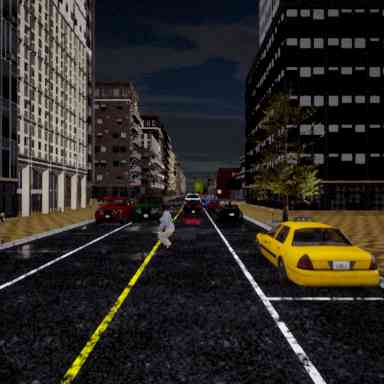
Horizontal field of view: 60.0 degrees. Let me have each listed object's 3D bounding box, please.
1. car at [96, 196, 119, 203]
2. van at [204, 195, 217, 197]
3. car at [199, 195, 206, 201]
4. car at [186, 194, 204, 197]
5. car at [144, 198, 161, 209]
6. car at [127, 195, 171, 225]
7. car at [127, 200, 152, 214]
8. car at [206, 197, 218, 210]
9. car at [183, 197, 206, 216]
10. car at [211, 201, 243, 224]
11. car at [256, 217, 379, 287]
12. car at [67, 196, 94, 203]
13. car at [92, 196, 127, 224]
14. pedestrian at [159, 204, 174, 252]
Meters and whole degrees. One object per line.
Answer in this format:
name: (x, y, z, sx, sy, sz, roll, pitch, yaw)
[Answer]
car: (-17.319, 1.575, 68.256, 4.206, 1.307, 1.802, 0, 0, 0)
van: (2.763, 1.367, 47.402, 1.690, 1.788, 3.998, 0, 0, 0)
car: (2.891, 1.622, 92.359, 1.752, 1.417, 4.829, 0, 0, 0)
car: (0.123, 1.245, 44.504, 2.150, 2.045, 5.566, 0, 0, 1)
car: (-5.585, 1.592, 47.445, 1.947, 1.339, 4.313, 0, 0, 0)
car: (-3.045, 1.230, 24.805, 2.150, 2.045, 5.566, 0, 0, 0)
car: (-5.609, 1.560, 36.068, 1.887, 1.381, 4.507, 0, 0, 0)
car: (2.751, 1.602, 41.713, 1.802, 1.307, 4.206, 0, 0, 0)
car: (0.147, 1.518, 32.754, 1.837, 1.490, 4.892, 0, 0, 0)
car: (2.714, 1.573, 24.646, 1.947, 1.339, 4.313, 0, 0, 0)
car: (3.020, 1.457, 9.277, 1.801, 1.575, 5.366, 0, 0, 0)
car: (-22.811, 1.508, 68.255, 4.829, 1.417, 1.752, 0, 0, 0)
car: (-5.632, 1.322, 24.690, 2.192, 1.841, 5.009, 0, 0, 0)
pedestrian: (-0.945, 1.295, 12.284, 0.375, 1.860, 0.375, 0, 0, 0)
